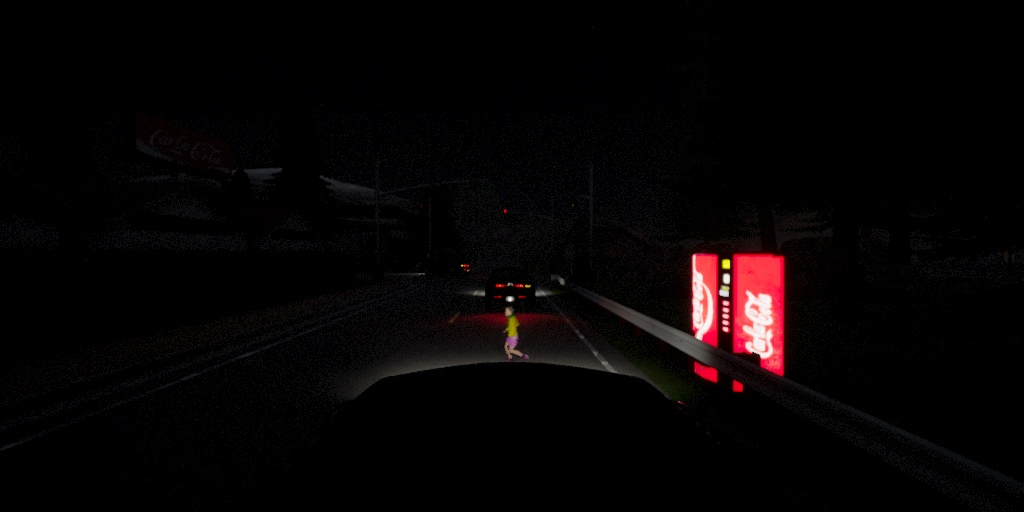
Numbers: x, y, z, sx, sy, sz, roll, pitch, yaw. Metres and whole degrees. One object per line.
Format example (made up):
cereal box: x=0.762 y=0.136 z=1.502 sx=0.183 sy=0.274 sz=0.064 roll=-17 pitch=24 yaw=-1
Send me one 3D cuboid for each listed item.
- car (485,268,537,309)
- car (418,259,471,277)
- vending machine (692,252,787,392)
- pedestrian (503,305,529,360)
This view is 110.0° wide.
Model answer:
car: x=-0.058 y=1.200 z=14.622 sx=1.837 sy=1.490 sz=4.892 roll=0 pitch=0 yaw=0
car: x=-6.105 y=1.025 z=32.173 sx=4.892 sy=1.490 sz=1.837 roll=0 pitch=-3 yaw=21
vending machine: x=3.474 y=0.929 z=5.598 sx=1.100 sy=2.100 sz=0.880 roll=0 pitch=0 yaw=0
pedestrian: x=0.013 y=1.404 z=6.495 sx=0.500 sy=1.100 sz=0.500 roll=0 pitch=0 yaw=0
